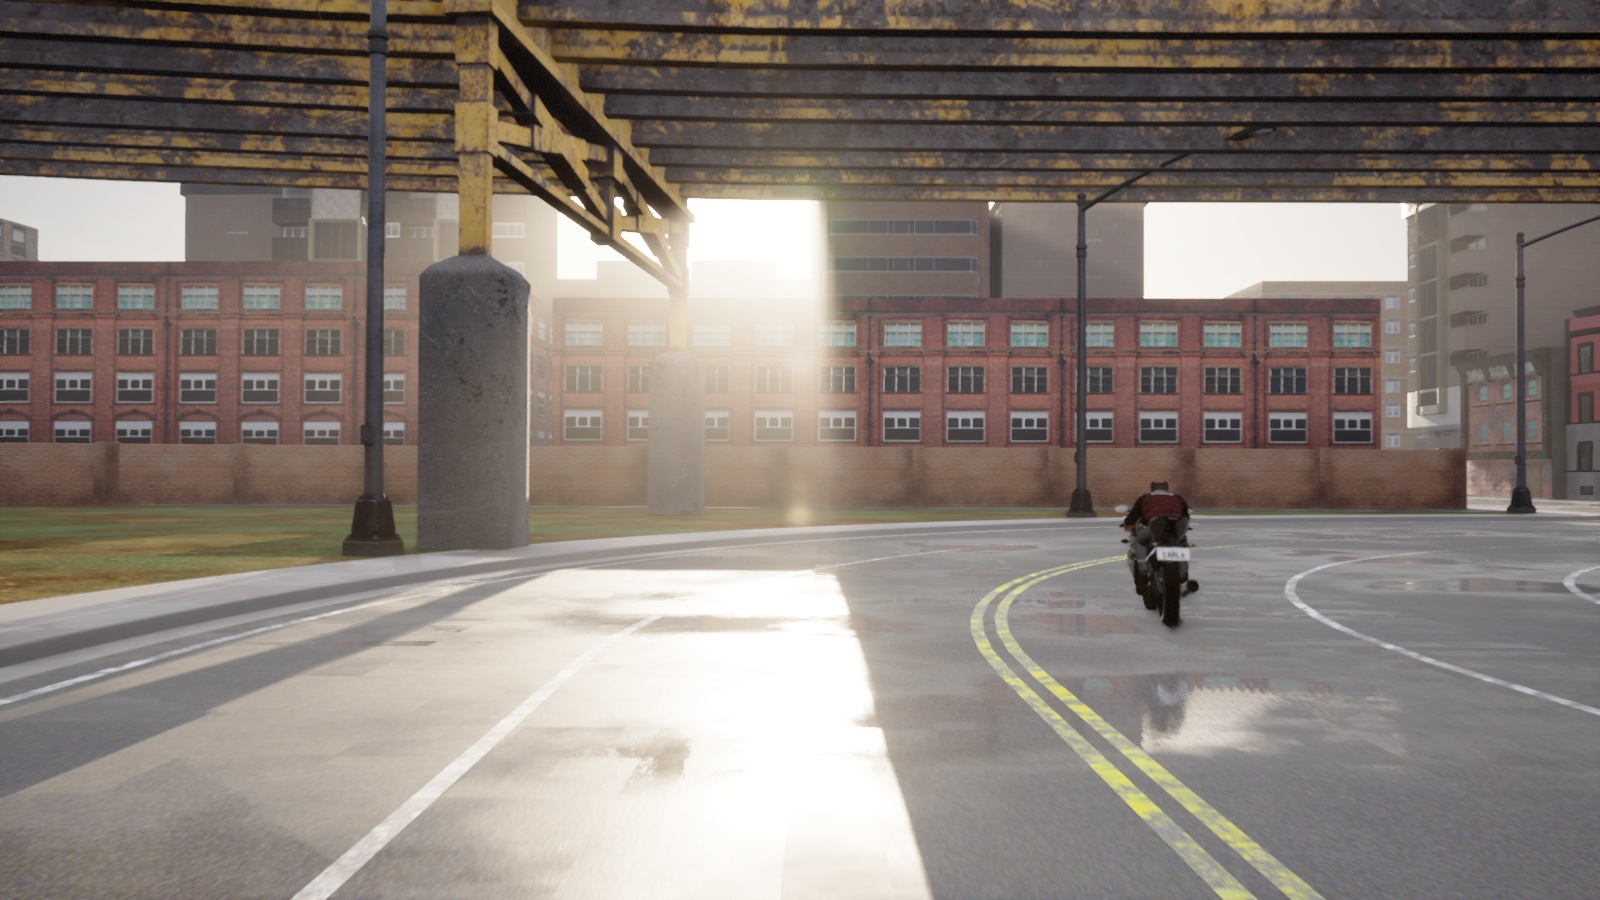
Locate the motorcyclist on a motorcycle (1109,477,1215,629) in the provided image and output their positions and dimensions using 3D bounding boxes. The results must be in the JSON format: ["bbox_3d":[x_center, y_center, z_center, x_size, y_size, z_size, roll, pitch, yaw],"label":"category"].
[{"bbox_3d":[3.964,1.073,13.918,0.866,1.530,2.191,0,-1,9],"label":"motorcyclist on a motorcycle"}]
